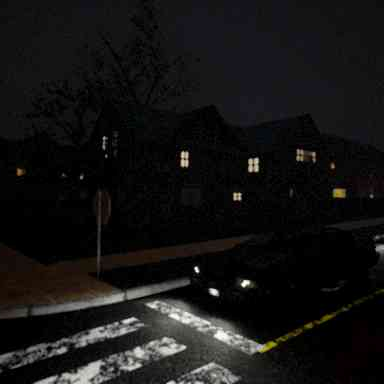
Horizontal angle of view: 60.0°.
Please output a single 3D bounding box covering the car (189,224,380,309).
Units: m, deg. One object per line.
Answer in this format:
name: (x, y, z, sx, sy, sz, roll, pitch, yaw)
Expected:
car: (2.527, 1.517, 8.017, 5.357, 1.411, 2.033, 0, 0, -38)
